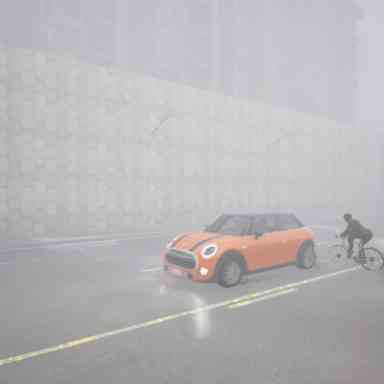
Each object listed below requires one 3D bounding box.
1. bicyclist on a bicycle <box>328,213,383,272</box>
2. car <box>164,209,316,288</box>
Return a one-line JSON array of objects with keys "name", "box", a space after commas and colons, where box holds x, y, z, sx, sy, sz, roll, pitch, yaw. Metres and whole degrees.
[{"name": "bicyclist on a bicycle", "box": [4.725, 1.455, 9.709, 0.582, 1.620, 1.656, 0, -2, -36]}, {"name": "car", "box": [1.443, 1.351, 9.418, 4.553, 1.767, 2.097, 0, 0, -36]}]
